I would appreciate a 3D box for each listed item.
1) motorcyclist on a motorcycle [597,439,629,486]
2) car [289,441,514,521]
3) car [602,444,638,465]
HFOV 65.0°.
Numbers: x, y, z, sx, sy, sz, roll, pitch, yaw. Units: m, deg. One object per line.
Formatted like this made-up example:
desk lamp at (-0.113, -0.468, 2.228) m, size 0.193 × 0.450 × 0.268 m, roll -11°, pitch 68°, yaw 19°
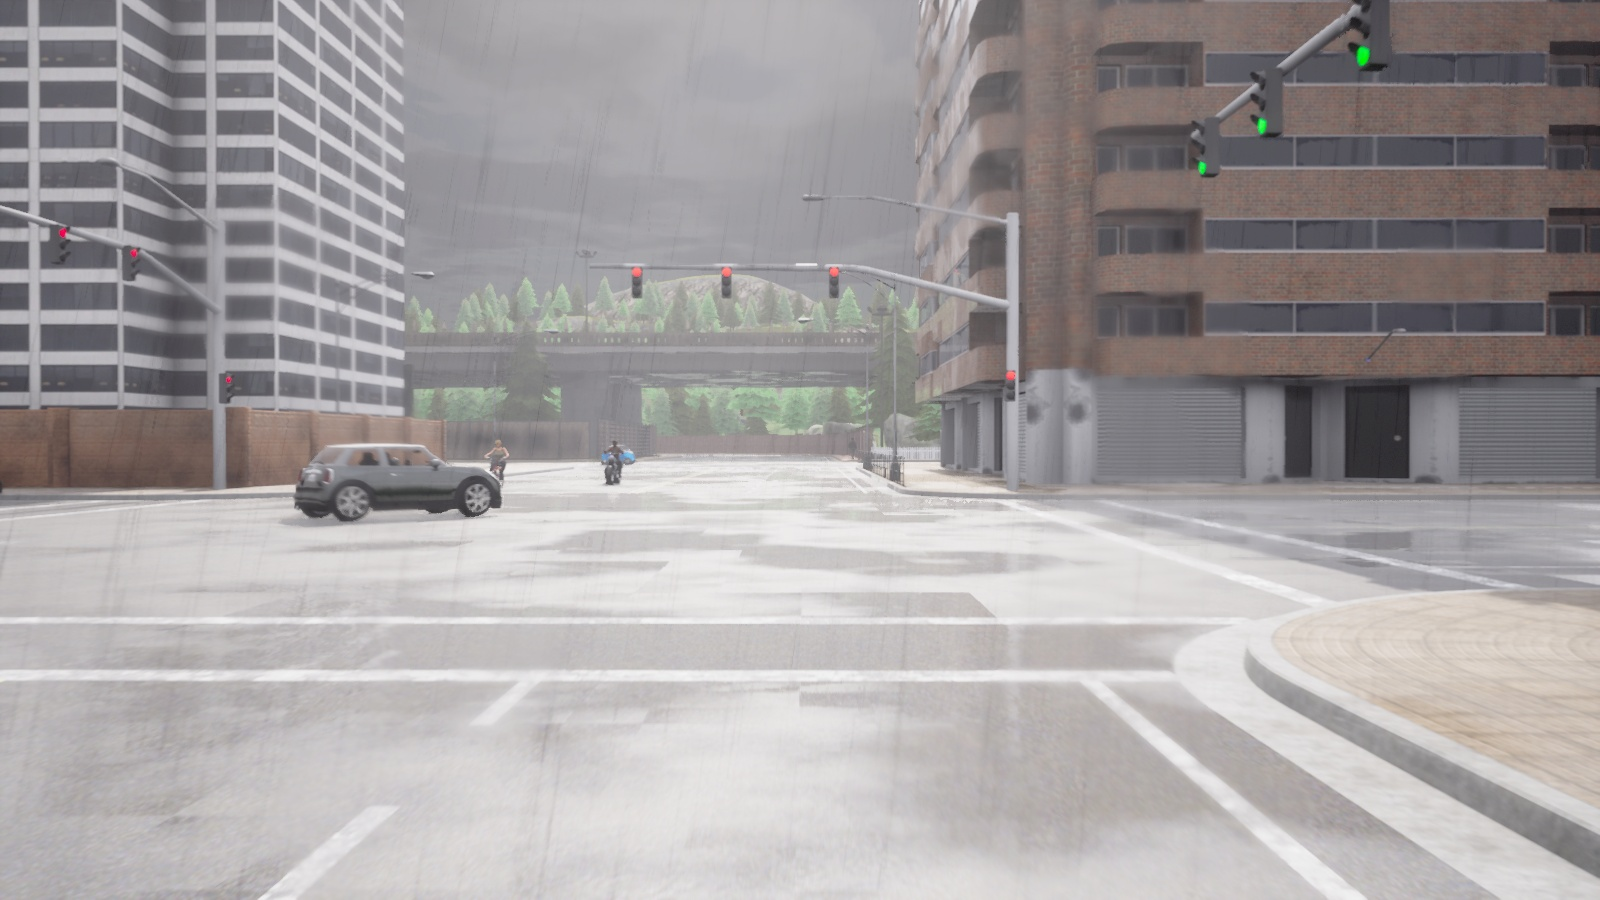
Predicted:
motorcyclist on a motorcycle at (-6.731, 0.436, 45.268) m, size 0.766 × 1.649 × 2.350 m, roll 0°, pitch 0°, yaw 0°
car at (-7.925, 0.564, 25.123) m, size 3.806 × 1.475 × 1.970 m, roll 0°, pitch 0°, yaw -43°
car at (-12.029, 0.312, 83.913) m, size 2.207 × 1.376 × 1.481 m, roll -1°, pitch 0°, yaw 0°
